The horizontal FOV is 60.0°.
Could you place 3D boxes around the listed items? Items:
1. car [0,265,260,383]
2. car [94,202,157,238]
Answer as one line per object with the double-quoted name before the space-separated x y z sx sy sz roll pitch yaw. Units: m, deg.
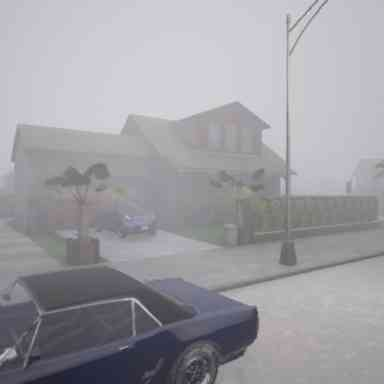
"car" -1.571 1.602 3.476 4.718 1.301 1.895 0 0 -35
"car" -3.074 1.184 15.257 1.845 1.501 3.633 0 0 -38
